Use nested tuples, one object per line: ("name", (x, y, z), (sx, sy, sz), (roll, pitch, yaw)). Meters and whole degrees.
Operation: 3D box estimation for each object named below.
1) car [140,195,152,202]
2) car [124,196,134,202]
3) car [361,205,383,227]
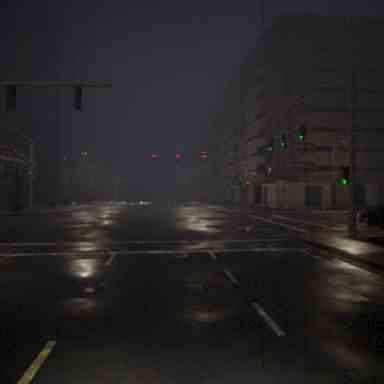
("car", (-11.102, 1.501, 77.178), (2.128, 1.511, 4.902), (0, 0, -6))
("car", (-14.581, 1.571, 76.798), (1.895, 1.301, 4.718), (0, 0, -6))
("car", (13.253, 1.514, 21.222), (4.674, 1.442, 1.812), (0, 0, -6))
